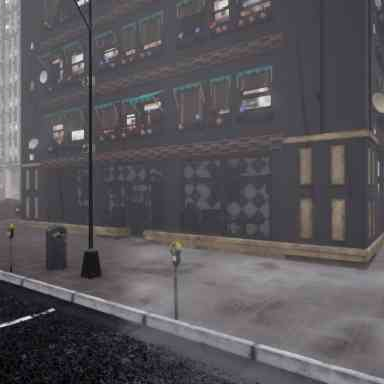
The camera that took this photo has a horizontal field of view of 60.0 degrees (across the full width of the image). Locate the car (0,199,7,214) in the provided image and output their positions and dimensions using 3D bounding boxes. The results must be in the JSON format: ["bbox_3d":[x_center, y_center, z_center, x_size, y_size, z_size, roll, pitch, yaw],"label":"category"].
[{"bbox_3d":[-16.195,1.308,29.054,1.994,1.385,4.181,0,1,35],"label":"car"}]

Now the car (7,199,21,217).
[{"bbox_3d":[-11.432,1.282,25.742,1.947,1.339,4.313,1,1,35],"label":"car"}]
